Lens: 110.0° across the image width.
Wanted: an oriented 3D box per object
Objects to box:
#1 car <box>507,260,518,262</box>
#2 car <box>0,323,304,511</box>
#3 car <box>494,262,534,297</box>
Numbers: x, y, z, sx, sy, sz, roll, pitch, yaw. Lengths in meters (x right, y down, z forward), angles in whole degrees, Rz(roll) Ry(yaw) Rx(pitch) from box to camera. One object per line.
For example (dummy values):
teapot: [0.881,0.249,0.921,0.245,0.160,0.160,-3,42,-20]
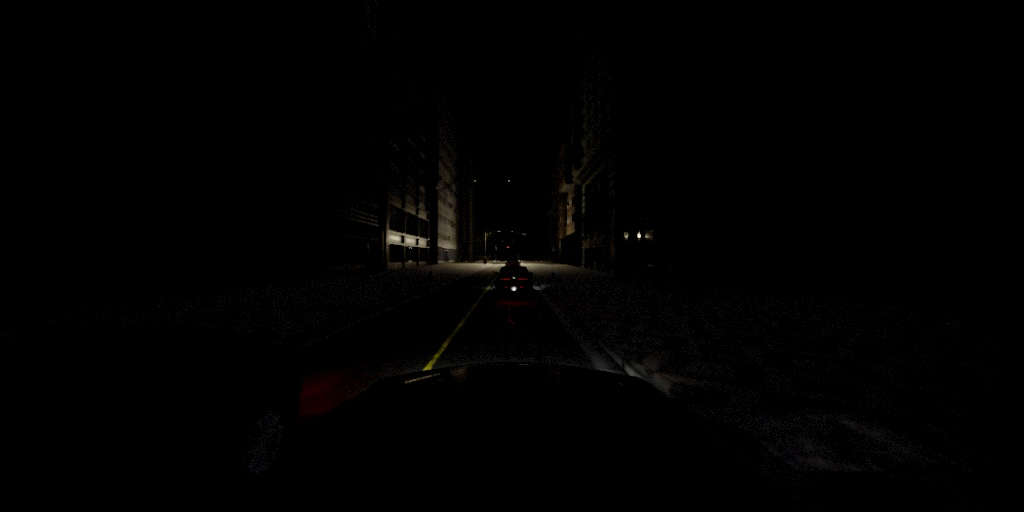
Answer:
car: [0.093,1.243,45.295,1.882,1.535,5.008,0,0,0]
car: [-3.094,1.255,1.806,1.837,1.490,4.892,0,0,0]
car: [0.095,1.261,19.069,1.837,1.490,4.892,0,0,0]
